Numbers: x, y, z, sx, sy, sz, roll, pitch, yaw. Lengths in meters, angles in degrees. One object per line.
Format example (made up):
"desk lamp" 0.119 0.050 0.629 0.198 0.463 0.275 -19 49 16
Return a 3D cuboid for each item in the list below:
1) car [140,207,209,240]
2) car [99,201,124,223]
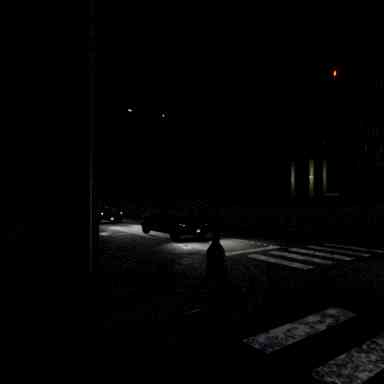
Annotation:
"car" -1.066 1.530 17.339 1.812 1.442 4.674 0 0 -36
"car" -6.993 1.608 25.548 1.895 1.301 4.718 0 0 -36
